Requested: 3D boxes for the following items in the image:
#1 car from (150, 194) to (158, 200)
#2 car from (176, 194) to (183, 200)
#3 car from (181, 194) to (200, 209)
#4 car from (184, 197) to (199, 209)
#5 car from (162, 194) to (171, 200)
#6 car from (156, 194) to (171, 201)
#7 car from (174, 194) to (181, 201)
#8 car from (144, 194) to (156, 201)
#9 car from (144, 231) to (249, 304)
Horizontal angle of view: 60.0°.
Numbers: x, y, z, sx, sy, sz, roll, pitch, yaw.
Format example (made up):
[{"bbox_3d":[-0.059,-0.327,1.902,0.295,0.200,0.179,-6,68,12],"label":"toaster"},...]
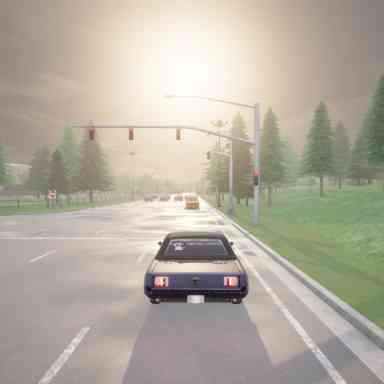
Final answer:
[{"bbox_3d":[-10.355,1.332,90.802,1.837,1.490,4.892,0,0,0],"label":"car"},{"bbox_3d":[-3.355,1.357,90.791,1.812,1.442,4.674,0,0,0],"label":"car"},{"bbox_3d":[-0.064,1.088,46.245,1.882,1.535,5.008,-3,17,-4],"label":"car"},{"bbox_3d":[0.008,1.576,49.746,2.033,1.411,5.357,-1,1,1],"label":"car"},{"bbox_3d":[-6.855,1.372,90.797,2.033,1.411,5.357,0,0,0],"label":"car"},{"bbox_3d":[-6.872,1.531,80.377,2.033,1.411,5.357,0,0,0],"label":"car"},{"bbox_3d":[-3.371,1.545,80.788,1.994,1.385,4.181,0,0,0],"label":"car"},{"bbox_3d":[-10.372,1.531,80.382,2.033,1.411,5.357,0,0,0],"label":"car"},{"bbox_3d":[0.092,1.601,8.078,1.895,1.301,4.718,0,0,0],"label":"car"}]
